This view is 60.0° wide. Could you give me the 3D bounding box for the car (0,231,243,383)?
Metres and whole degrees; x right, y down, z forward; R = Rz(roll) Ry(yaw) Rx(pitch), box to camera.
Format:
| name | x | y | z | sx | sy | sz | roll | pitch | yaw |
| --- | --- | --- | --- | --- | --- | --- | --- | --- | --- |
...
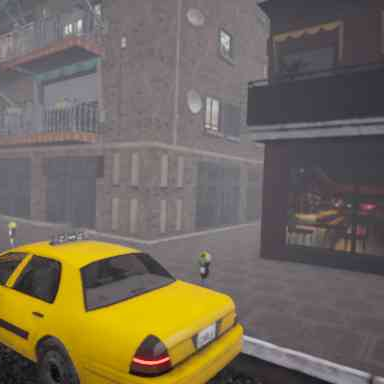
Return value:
| name | x | y | z | sx | sy | sz | roll | pitch | yaw |
| --- | --- | --- | --- | --- | --- | --- | --- | --- | --- |
| car | -1.946 | 1.337 | 4.802 | 5.366 | 1.575 | 1.801 | 2 | 1 | 35 |
